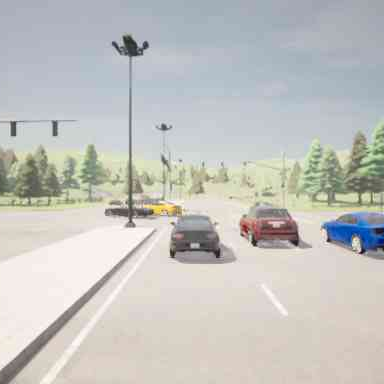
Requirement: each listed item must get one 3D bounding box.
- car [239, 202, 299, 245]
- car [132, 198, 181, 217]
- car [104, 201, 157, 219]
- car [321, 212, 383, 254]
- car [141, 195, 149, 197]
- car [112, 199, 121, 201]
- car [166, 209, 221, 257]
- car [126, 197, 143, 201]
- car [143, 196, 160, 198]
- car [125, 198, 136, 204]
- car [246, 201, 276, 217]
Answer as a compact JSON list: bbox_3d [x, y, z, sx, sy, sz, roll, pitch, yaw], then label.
[{"bbox_3d":[3.605,1.468,16.291,2.097,1.767,4.553,0,0,0],"label":"car"},{"bbox_3d":[-3.507,1.728,35.055,5.008,1.535,1.882,0,-1,29],"label":"car"},{"bbox_3d":[-6.136,1.830,32.058,4.718,1.301,1.895,0,-1,26],"label":"car"},{"bbox_3d":[7.105,1.576,13.909,1.882,1.535,5.008,0,0,0],"label":"car"},{"bbox_3d":[-11.473,1.804,81.312,2.150,2.045,5.566,0,0,0],"label":"car"},{"bbox_3d":[-14.985,2.026,65.508,1.994,1.385,4.181,0,0,0],"label":"car"},{"bbox_3d":[0.100,1.621,13.241,1.812,1.442,4.674,0,0,0],"label":"car"},{"bbox_3d":[-11.488,2.027,65.579,1.994,1.385,4.181,0,0,0],"label":"car"},{"bbox_3d":[-7.994,1.966,65.087,1.837,1.490,4.892,0,0,0],"label":"car"},{"bbox_3d":[-14.973,2.132,81.367,1.994,1.385,4.181,0,0,0],"label":"car"},{"bbox_3d":[7.110,1.738,34.770,2.128,1.511,4.902,0,0,0],"label":"car"}]
